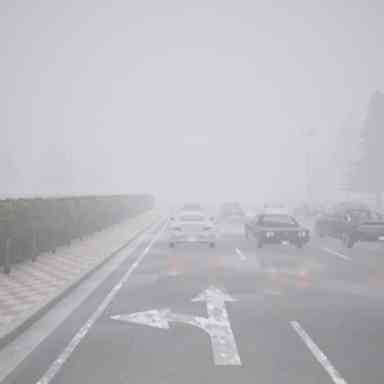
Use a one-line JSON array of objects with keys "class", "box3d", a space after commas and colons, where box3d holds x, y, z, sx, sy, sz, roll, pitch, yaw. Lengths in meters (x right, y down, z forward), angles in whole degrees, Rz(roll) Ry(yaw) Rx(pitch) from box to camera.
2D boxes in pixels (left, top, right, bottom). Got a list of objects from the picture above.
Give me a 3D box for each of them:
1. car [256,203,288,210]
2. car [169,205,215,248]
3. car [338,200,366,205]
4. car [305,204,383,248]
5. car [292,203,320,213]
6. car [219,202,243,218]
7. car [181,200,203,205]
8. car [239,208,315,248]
[{"class": "car", "box3d": [7.000, 1.614, 29.680, 1.895, 1.301, 4.718, 0, 0, 0]}, {"class": "car", "box3d": [0.000, 1.530, 14.650, 1.812, 1.442, 4.674, 0, 0, 0]}, {"class": "car", "box3d": [14.000, 1.514, 29.650, 1.837, 1.490, 4.892, 0, 0, 0]}, {"class": "car", "box3d": [7.000, 1.492, 14.650, 2.128, 1.511, 4.902, 0, 0, 0]}, {"class": "car", "box3d": [10.500, 1.614, 29.680, 1.895, 1.301, 4.718, 0, 0, 0]}, {"class": "car", "box3d": [3.500, 1.561, 29.650, 2.033, 1.411, 5.357, 0, 0, 0]}, {"class": "car", "box3d": [0.000, 1.492, 29.650, 2.128, 1.511, 4.902, 0, 0, 0]}, {"class": "car", "box3d": [3.500, 1.613, 14.680, 1.895, 1.301, 4.718, 0, 0, 0]}]
